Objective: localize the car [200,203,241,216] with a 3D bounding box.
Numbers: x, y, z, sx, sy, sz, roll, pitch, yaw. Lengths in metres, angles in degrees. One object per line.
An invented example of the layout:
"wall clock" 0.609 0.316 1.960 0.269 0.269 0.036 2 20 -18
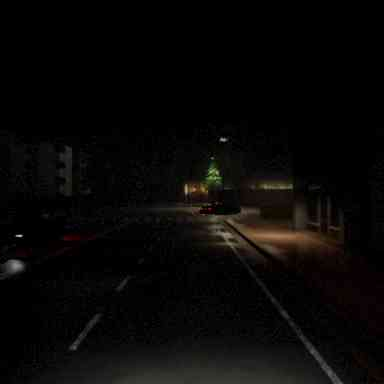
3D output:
"car" 3.317 1.933 37.840 5.357 1.411 2.033 1 -1 -44

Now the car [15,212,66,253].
"car" -7.076 1.634 14.369 2.128 1.511 4.902 0 -1 0

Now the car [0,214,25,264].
"car" -7.000 1.599 9.523 1.837 1.490 4.892 0 -1 -1
